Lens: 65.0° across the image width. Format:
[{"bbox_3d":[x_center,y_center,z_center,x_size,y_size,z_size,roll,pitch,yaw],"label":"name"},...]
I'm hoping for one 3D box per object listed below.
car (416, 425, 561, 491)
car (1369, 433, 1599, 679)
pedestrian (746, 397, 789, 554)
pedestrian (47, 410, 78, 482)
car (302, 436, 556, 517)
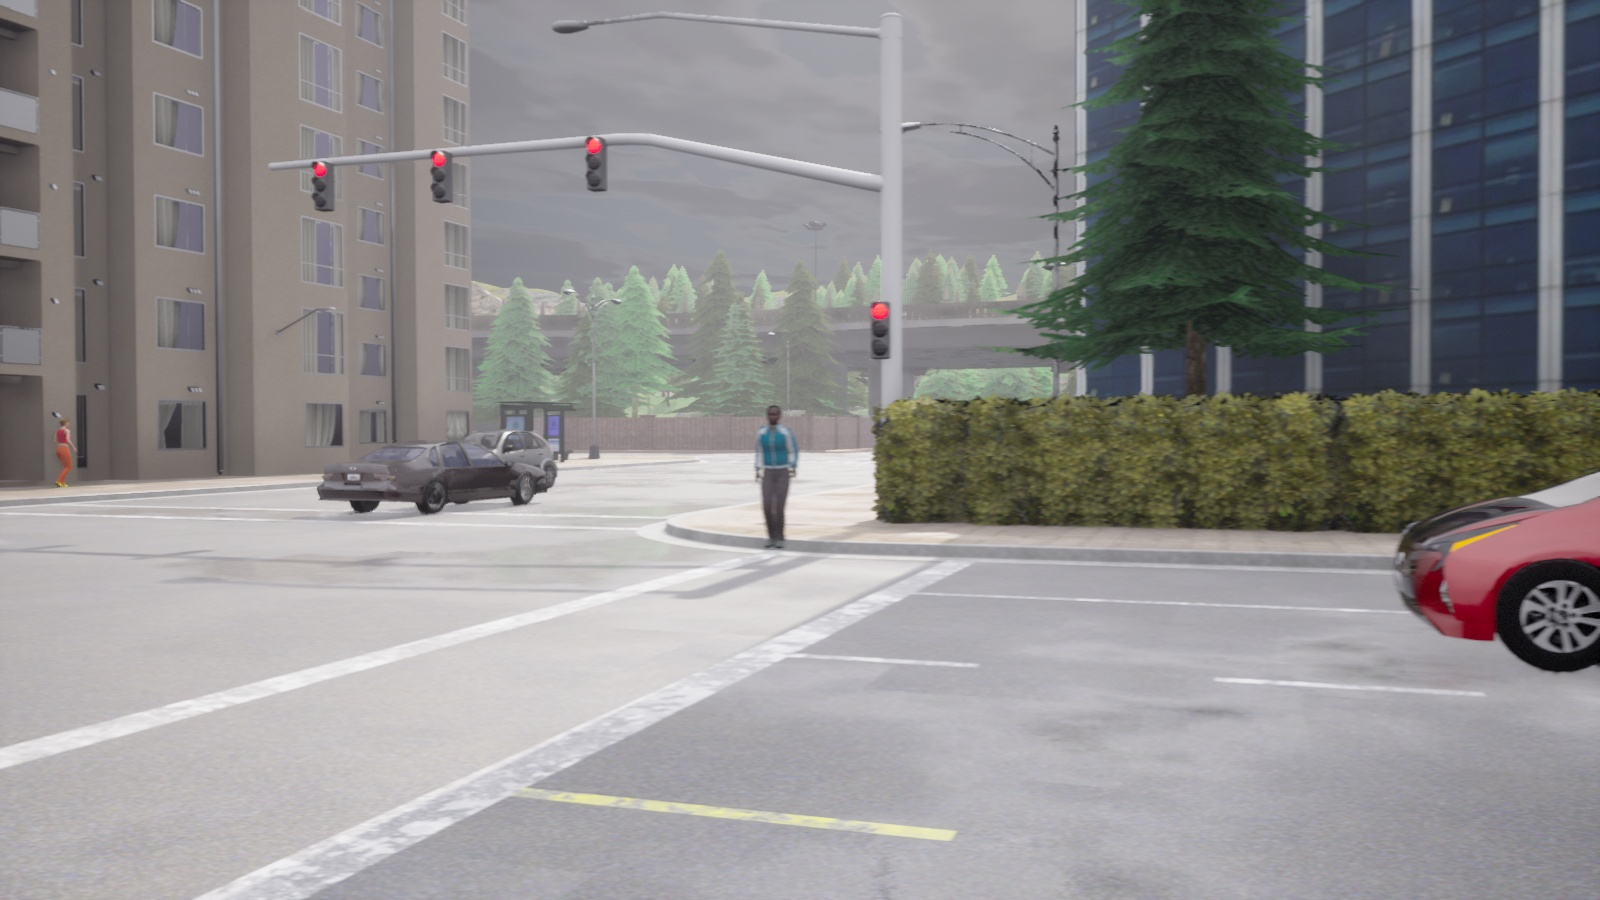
[{"bbox_3d":[-8.174,0.161,33.278,1.851,1.617,3.988,1,1,19],"label":"car"},{"bbox_3d":[6.401,0.663,8.424,4.514,1.525,2.007,1,1,19],"label":"car"},{"bbox_3d":[-0.403,0.309,15.761,0.396,1.930,0.692,0,1,12],"label":"pedestrian"},{"bbox_3d":[-18.948,-0.103,32.269,0.345,1.836,0.594,1,1,26],"label":"pedestrian"},{"bbox_3d":[-7.254,0.441,25.310,2.033,1.411,5.357,1,1,22],"label":"car"}]
